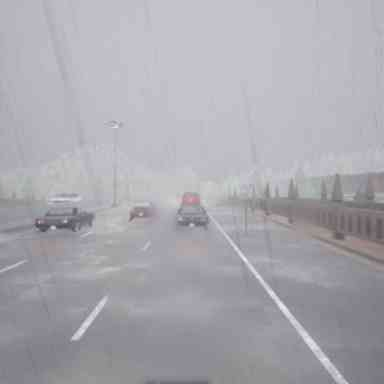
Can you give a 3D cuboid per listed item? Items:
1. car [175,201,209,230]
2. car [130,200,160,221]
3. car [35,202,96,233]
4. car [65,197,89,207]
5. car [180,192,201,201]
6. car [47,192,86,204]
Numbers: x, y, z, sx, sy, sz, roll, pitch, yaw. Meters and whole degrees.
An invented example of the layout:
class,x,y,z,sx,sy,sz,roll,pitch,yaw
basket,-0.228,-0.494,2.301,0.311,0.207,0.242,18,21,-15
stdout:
class,x,y,z,sx,sy,sz,roll,pitch,yaw
car,-0.013,1.462,19.908,1.895,1.301,4.718,0,0,0
car,-3.548,1.362,25.336,1.812,1.442,4.674,0,0,0
car,-7.007,1.494,18.985,1.895,1.301,4.718,0,0,0
car,-17.872,1.603,51.871,1.882,1.535,5.008,0,-3,0
car,-0.133,0.961,38.328,2.150,2.045,5.566,0,0,0
car,-14.315,1.016,37.691,2.150,2.045,5.566,0,0,0
